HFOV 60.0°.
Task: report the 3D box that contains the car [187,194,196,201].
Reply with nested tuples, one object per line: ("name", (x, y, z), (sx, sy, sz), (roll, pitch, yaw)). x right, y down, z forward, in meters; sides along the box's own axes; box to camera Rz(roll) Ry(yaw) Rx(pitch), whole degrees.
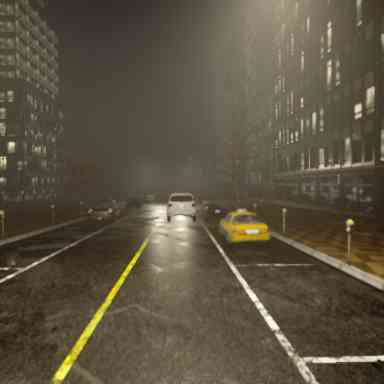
("car", (-0.160, 1.215, 76.395), (1.802, 1.307, 4.206), (-2, 0, -2))

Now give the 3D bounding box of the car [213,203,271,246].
("car", (2.168, 1.434, 14.736), (1.752, 1.417, 4.829), (-2, 0, -2))

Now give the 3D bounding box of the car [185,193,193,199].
("car", (-0.798, 1.116, 93.258), (2.008, 1.369, 4.403), (-2, 0, -2))

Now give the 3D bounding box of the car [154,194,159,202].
("car", (-8.110, 1.283, 64.837), (2.008, 1.369, 4.403), (-1, 0, -2))

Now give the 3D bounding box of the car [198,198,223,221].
("car", (1.751, 1.421, 25.807), (1.947, 1.339, 4.313), (-2, 0, -2))

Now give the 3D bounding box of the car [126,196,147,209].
("car", (-7.261, 1.375, 42.354), (1.887, 1.381, 4.507), (-1, 0, -2))

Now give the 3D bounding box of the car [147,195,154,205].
("car", (-7.685, 1.362, 53.595), (1.802, 1.307, 4.206), (-1, 0, -2))

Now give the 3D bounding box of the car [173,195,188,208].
("car", (-1.542, 1.261, 44.657), (1.882, 1.535, 5.008), (0, 1, -2))

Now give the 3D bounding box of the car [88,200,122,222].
("car", (-6.627, 1.348, 25.490), (1.967, 1.590, 4.097), (-1, 0, -2))

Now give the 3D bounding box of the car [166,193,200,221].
("car", (-0.835, 1.093, 25.935), (2.150, 2.045, 5.566), (0, 1, -3))

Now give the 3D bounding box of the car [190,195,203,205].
("car", (0.681, 1.252, 54.080), (1.752, 1.417, 4.829), (-2, 0, -2))
